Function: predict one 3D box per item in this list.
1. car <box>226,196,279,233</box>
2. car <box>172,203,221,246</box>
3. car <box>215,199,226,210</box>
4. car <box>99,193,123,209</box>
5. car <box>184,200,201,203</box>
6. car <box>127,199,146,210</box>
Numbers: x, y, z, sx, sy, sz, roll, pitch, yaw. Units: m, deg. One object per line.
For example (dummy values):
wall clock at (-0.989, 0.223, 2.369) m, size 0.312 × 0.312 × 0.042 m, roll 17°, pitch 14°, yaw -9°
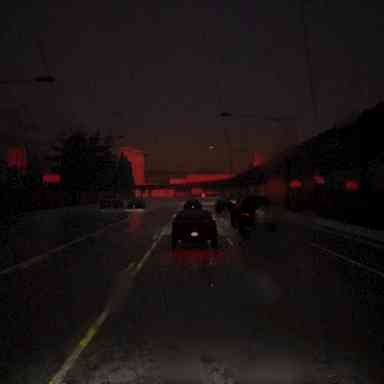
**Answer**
car at (3.602, 1.249, 19.951) m, size 2.150 × 2.045 × 5.566 m, roll 0°, pitch 0°, yaw 0°
car at (0.100, 1.516, 15.648) m, size 1.882 × 1.535 × 5.008 m, roll 0°, pitch 0°, yaw 0°
car at (3.604, 1.514, 37.643) m, size 1.812 × 1.442 × 4.674 m, roll 0°, pitch 0°, yaw 0°
car at (-10.586, 1.197, 44.026) m, size 2.150 × 2.045 × 5.566 m, roll 0°, pitch 0°, yaw 0°
car at (0.104, 1.553, 37.317) m, size 1.994 × 1.385 × 4.181 m, roll 0°, pitch 0°, yaw 0°
car at (-7.088, 1.541, 42.799) m, size 1.994 × 1.385 × 4.181 m, roll 0°, pitch 0°, yaw 0°
